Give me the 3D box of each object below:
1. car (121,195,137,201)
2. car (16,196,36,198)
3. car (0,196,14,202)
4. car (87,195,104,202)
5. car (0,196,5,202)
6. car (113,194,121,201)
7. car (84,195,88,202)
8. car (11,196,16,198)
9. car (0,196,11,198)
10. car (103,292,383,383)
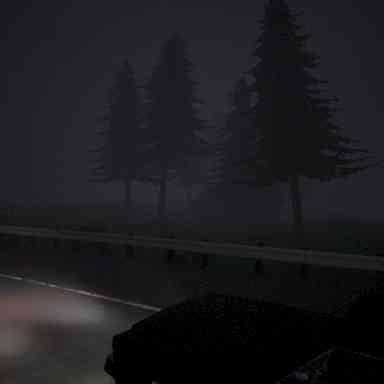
[{"bbox_3d":[-13.756,1.355,74.287,2.097,1.767,4.553,0,0,2],"label":"car"},{"bbox_3d":[-35.012,1.540,72.020,2.033,1.411,5.357,0,0,6],"label":"car"},{"bbox_3d":[-41.872,1.595,73.841,1.895,1.301,4.718,0,0,6],"label":"car"},{"bbox_3d":[-20.845,1.501,73.395,1.837,1.490,4.892,0,0,2],"label":"car"},{"bbox_3d":[-45.192,1.552,76.366,1.994,1.385,4.181,0,0,6],"label":"car"},{"bbox_3d":[-17.110,1.355,77.970,2.097,1.767,4.553,0,0,-1],"label":"car"},{"bbox_3d":[-24.087,1.525,78.579,2.128,1.511,4.902,0,0,-1],"label":"car"},{"bbox_3d":[-38.538,1.525,72.126,2.128,1.511,4.902,0,0,10],"label":"car"},{"bbox_3d":[-36.960,1.525,61.903,2.128,1.511,4.902,0,0,17],"label":"car"},{"bbox_3d":[1.462,1.601,2.725,4.718,1.301,1.895,0,0,35],"label":"car"}]
